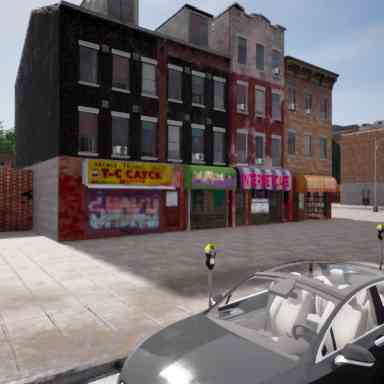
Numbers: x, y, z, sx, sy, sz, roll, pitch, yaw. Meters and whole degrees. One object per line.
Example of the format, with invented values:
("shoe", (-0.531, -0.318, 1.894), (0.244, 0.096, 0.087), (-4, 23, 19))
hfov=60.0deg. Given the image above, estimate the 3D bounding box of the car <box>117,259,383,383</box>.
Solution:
("car", (1.332, 1.552, 3.749), (4.403, 1.369, 2.008), (0, 0, -35))
